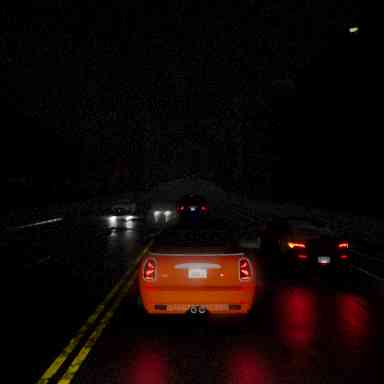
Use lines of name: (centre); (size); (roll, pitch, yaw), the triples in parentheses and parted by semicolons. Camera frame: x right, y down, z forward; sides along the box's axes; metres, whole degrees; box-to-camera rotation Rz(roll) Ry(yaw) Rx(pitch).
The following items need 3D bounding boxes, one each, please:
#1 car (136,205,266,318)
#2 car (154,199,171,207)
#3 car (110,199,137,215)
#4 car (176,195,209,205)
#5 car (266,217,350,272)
car: (0.082, 1.346, 7.546); (2.097, 1.767, 4.553); (0, 0, 0)
car: (-3.420, 1.489, 39.522); (2.033, 1.411, 5.357); (0, 0, 0)
car: (-6.668, 1.482, 32.937); (1.812, 1.442, 4.674); (0, 0, 0)
car: (0.046, 1.195, 24.028); (2.150, 2.045, 5.566); (0, 0, 0)
car: (3.332, 1.517, 10.592); (1.812, 1.442, 4.674); (0, 0, 1)
